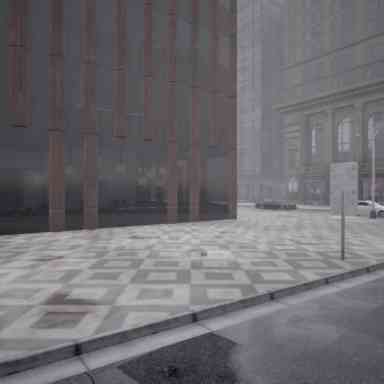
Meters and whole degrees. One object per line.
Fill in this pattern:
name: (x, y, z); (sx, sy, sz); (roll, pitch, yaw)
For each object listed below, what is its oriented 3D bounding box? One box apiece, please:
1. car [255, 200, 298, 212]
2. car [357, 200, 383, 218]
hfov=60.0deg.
car: (9.389, 1.521, 37.200); (1.895, 1.301, 4.718); (0, 0, -36)
car: (15.315, 1.474, 28.996); (1.812, 1.442, 4.674); (0, 0, -37)
